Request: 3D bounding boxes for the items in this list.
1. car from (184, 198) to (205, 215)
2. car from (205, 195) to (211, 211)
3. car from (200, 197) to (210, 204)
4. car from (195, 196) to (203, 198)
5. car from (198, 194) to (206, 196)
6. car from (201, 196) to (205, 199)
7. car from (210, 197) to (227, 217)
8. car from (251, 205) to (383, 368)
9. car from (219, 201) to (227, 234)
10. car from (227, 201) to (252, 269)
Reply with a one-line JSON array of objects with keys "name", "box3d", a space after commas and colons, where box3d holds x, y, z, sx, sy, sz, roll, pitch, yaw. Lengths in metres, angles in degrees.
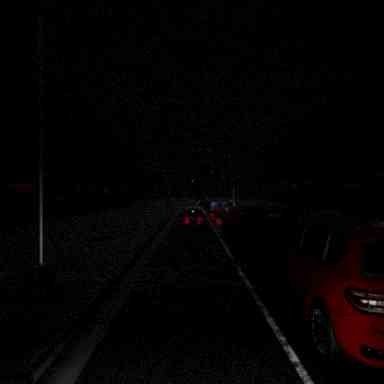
[{"name": "car", "box3d": [0.110, 1.647, 35.057, 1.895, 1.301, 4.718, 0, 0, 0]}, {"name": "car", "box3d": [2.995, 1.409, 38.550, 2.097, 1.767, 4.553, 0, 0, 0]}, {"name": "car", "box3d": [2.642, 1.716, 70.610, 1.947, 1.339, 4.313, -1, 0, 0]}, {"name": "car", "box3d": [0.107, 1.635, 45.380, 1.994, 1.385, 4.181, 0, 0, 0]}, {"name": "car", "box3d": [2.639, 1.571, 65.208, 1.967, 1.590, 4.097, -1, 0, 0]}, {"name": "car", "box3d": [2.639, 1.678, 54.403, 1.802, 1.307, 4.206, -1, 0, 0]}, {"name": "car", "box3d": [3.031, 1.496, 31.769, 1.801, 1.575, 5.366, 0, 0, 0]}, {"name": "car", "box3d": [2.630, 1.319, 5.781, 2.192, 1.841, 5.009, -1, 0, 0]}, {"name": "car", "box3d": [2.632, 1.454, 16.586, 1.967, 1.590, 4.097, -1, 0, 0]}, {"name": "car", "box3d": [2.630, 1.323, 11.184, 2.192, 1.841, 5.009, -1, 0, 0]}]
